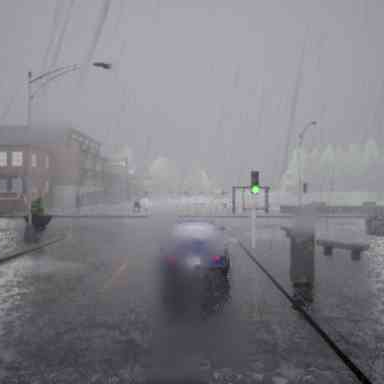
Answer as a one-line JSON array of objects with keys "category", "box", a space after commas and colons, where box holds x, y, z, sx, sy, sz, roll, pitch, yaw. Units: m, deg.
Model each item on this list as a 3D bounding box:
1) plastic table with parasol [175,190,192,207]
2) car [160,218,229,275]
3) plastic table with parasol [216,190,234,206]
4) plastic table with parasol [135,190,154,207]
[{"category": "plastic table with parasol", "box": [-1.216, 0.903, 50.084, 2.482, 2.480, 2.482, 0, 0, 0]}, {"category": "car", "box": [0.083, 1.521, 10.332, 1.812, 1.442, 4.674, 0, 0, 0]}, {"category": "plastic table with parasol", "box": [4.984, 0.903, 50.985, 2.482, 2.480, 2.482, 0, 0, 0]}, {"category": "plastic table with parasol", "box": [-7.136, 0.904, 49.693, 2.482, 2.480, 2.482, 0, 0, 0]}]
